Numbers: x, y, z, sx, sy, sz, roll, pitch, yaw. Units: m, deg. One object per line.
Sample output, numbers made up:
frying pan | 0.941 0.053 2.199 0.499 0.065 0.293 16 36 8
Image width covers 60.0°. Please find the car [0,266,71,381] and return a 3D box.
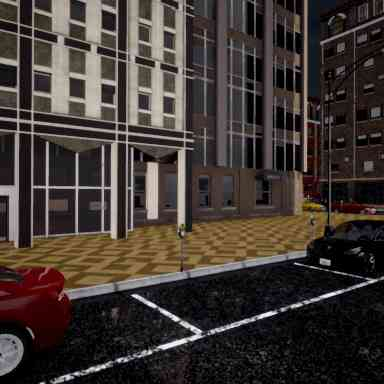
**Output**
car | -3.793 1.545 3.847 4.507 1.381 1.887 0 0 -36

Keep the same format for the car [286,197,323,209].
car | 15.574 1.500 46.381 1.752 1.417 4.829 0 0 -36

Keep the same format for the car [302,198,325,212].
car | 12.283 1.467 36.611 1.752 1.417 4.829 0 0 -36

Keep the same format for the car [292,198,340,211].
car | 15.554 1.514 41.973 2.033 1.411 5.357 0 0 -36

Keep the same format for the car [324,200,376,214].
car | 15.492 1.535 32.154 1.802 1.307 4.206 0 0 -36

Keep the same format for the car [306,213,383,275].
car | 5.455 1.567 10.473 4.313 1.339 1.947 0 0 -36
